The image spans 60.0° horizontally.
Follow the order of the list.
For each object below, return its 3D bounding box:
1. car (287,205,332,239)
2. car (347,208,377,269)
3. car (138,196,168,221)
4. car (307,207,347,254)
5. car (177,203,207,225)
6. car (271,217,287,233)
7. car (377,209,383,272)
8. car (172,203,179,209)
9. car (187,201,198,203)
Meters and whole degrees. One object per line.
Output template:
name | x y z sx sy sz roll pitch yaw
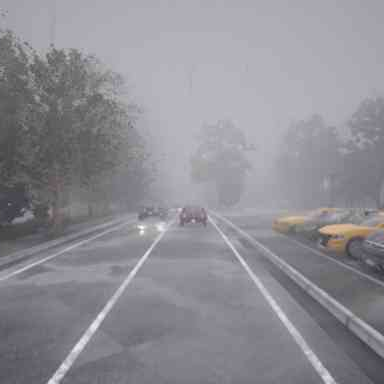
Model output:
car | 7.092 1.464 14.664 4.892 1.521 2.231 0 0 0
car | 7.113 1.334 9.115 4.553 1.767 2.185 0 0 0
car | -3.344 1.390 29.420 2.150 2.045 5.566 0 -1 0
car | 7.091 1.457 11.892 5.008 1.535 2.097 0 0 0
car | 0.105 1.698 24.803 1.895 1.301 4.718 0 -1 0
car | 6.903 1.475 17.433 5.366 1.575 1.946 0 0 0
car | 7.052 1.214 6.343 5.566 2.045 2.435 0 0 0
car | -3.236 2.940 70.103 1.895 1.301 4.718 0 -2 0
car | 0.108 1.921 41.265 2.128 1.511 4.902 0 -1 0
